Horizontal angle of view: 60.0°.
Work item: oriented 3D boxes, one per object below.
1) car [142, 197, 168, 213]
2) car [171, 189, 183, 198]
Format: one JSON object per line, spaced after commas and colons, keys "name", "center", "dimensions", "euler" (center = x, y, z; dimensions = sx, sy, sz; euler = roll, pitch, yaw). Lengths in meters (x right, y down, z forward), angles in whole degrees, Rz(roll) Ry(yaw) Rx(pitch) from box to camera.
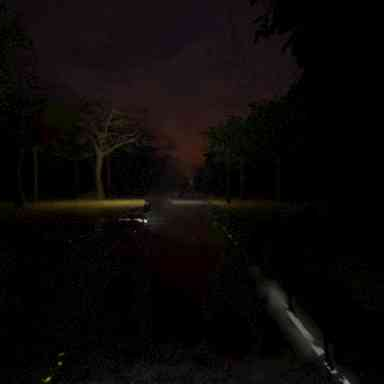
{"name": "car", "center": [-3.500, 1.178, 31.987], "dimensions": [1.812, 1.442, 4.674], "euler": [0, 1, 0]}
{"name": "car", "center": [-3.298, 0.331, 73.978], "dimensions": [2.150, 2.045, 5.566], "euler": [0, 1, 0]}
